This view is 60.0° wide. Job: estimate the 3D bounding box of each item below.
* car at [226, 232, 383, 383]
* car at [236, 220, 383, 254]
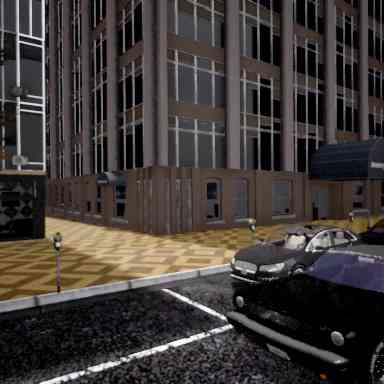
[{"bbox_3d":[2.825,1.605,5.272,4.718,1.301,1.895,0,0,-36],"label":"car"},{"bbox_3d":[2.934,1.557,8.668,4.403,1.369,2.008,0,-1,-36],"label":"car"}]
